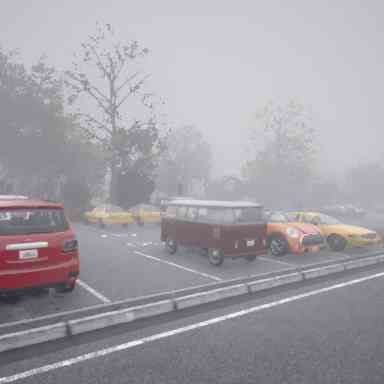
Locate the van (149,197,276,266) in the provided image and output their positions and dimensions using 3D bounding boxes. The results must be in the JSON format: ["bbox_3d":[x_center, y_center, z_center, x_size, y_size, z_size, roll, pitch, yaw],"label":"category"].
[{"bbox_3d":[0.495,1.280,11.767,1.878,1.987,4.442,1,0,-36],"label":"van"}]

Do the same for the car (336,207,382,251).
[{"bbox_3d":[5.500,1.587,15.001,1.946,1.575,5.366,1,-1,-36],"label":"car"}]

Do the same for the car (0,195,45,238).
[{"bbox_3d":[-10.299,1.210,18.934,2.435,2.045,5.566,0,0,-36],"label":"car"}]

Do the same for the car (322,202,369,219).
[{"bbox_3d":[18.181,2.128,39.500,2.185,1.767,4.553,2,-1,-35],"label":"car"}]

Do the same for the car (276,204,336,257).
[{"bbox_3d":[3.008,1.417,13.473,2.185,1.767,4.553,1,-1,-36],"label":"car"}]

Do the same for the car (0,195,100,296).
[{"bbox_3d":[-4.474,1.200,8.071,2.435,2.045,5.566,1,0,-36],"label":"car"}]

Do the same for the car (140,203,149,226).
[{"bbox_3d":[-3.627,1.553,24.002,1.946,1.575,5.366,1,-1,-36],"label":"car"}]

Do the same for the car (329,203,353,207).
[{"bbox_3d":[15.632,2.190,37.608,2.002,1.452,4.674,2,-1,-36],"label":"car"}]

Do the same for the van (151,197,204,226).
[{"bbox_3d":[-1.181,1.375,25.392,1.878,1.987,4.442,1,-1,-36],"label":"van"}]

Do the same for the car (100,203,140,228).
[{"bbox_3d":[-5.787,1.516,22.447,1.946,1.575,5.366,1,0,-36],"label":"car"}]
